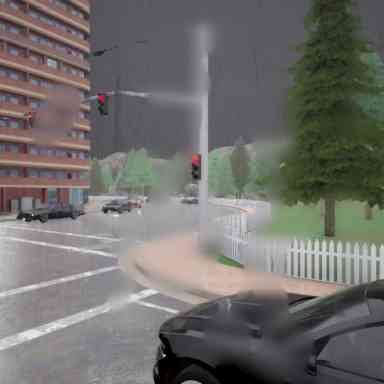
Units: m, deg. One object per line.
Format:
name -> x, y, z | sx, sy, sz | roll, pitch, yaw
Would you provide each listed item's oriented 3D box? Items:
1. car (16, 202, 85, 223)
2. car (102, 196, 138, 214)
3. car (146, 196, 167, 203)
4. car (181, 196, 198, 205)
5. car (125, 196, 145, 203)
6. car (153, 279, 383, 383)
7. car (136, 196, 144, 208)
car -> -10.615, 1.494, 25.566 | 2.033, 1.411, 5.357 | 0, 0, 24
car -> -7.795, 1.495, 35.385 | 2.033, 1.411, 5.357 | 0, 0, 7
car -> -7.496, 1.496, 69.278 | 2.033, 1.411, 5.357 | 0, 0, -42
car -> -0.389, 1.475, 57.333 | 1.812, 1.442, 4.674 | 0, -1, -22
car -> -11.782, 1.475, 68.721 | 4.674, 1.442, 1.812 | 0, 0, 44
car -> 1.899, 1.478, 2.635 | 5.008, 1.535, 1.882 | 0, 0, 36
car -> -8.094, 1.300, 45.681 | 2.097, 1.767, 4.553 | 0, 0, -11
